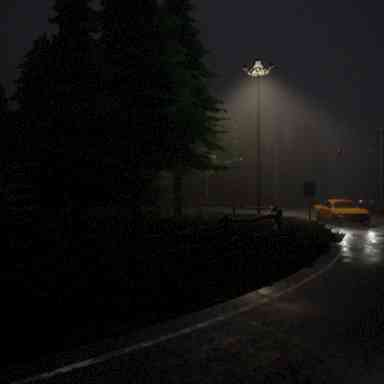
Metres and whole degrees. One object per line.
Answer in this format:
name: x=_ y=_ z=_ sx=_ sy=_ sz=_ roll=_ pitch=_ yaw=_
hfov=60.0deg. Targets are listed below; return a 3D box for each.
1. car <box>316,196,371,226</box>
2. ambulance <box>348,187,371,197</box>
car: x=9.443 y=1.234 z=21.157 sx=1.882 sy=1.535 sz=5.008 roll=0 pitch=0 yaw=2
ambulance: x=30.359 y=0.291 z=60.422 sx=2.351 sy=2.431 sz=6.366 roll=0 pitch=0 yaw=9
